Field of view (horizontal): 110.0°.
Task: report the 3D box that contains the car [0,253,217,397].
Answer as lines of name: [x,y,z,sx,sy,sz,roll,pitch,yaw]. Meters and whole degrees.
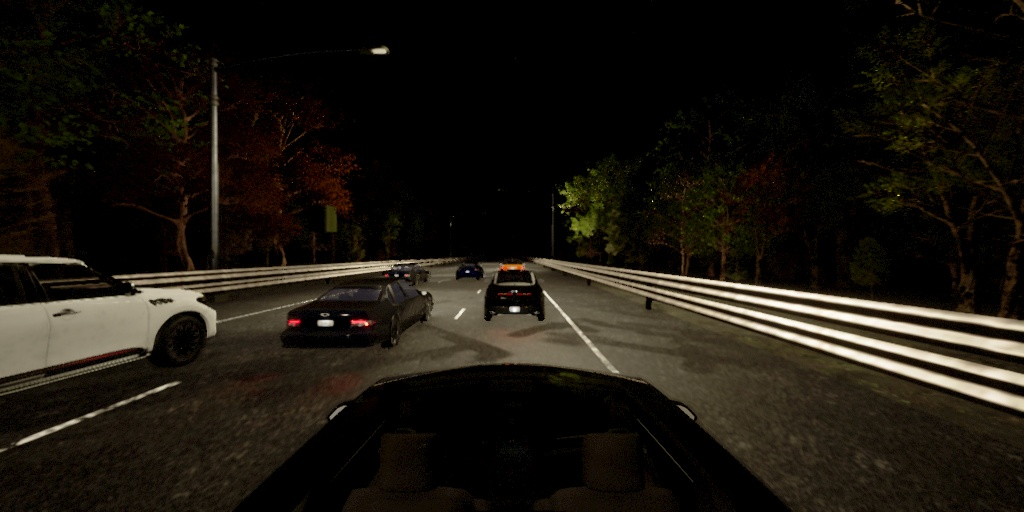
car: [-6.929,0.964,4.659,2.150,2.045,5.566,0,1,1]

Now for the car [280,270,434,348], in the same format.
car: [-3.424,1.269,9.104,2.033,1.411,5.357,0,0,0]

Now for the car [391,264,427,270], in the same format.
car: [-6.956,1.210,24.102,2.033,1.411,5.357,0,0,0]

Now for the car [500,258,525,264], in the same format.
car: [0.041,0.994,29.032,2.097,1.767,4.553,0,0,0]

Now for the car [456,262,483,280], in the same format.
car: [-3.460,1.203,29.983,1.994,1.385,4.181,0,0,0]

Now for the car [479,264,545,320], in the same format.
car: [0.076,1.215,12.486,1.837,1.490,4.892,0,1,0]
